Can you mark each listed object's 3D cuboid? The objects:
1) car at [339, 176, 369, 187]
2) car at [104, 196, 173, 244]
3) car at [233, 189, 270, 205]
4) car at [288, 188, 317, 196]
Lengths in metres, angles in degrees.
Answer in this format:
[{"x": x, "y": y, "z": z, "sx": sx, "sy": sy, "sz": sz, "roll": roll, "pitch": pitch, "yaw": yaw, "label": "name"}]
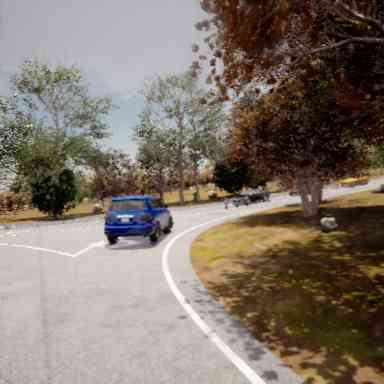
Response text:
[{"x": 23.426, "y": -1.696, "z": 48.135, "sx": 5.008, "sy": 1.535, "sz": 1.882, "roll": -7, "pitch": 3, "yaw": -29, "label": "car"}, {"x": -2.410, "y": 1.211, "z": 16.068, "sx": 2.150, "sy": 2.045, "sz": 5.566, "roll": -2, "pitch": 0, "yaw": 6, "label": "car"}, {"x": 6.574, "y": 0.478, "z": 36.837, "sx": 4.902, "sy": 1.511, "sz": 2.128, "roll": -6, "pitch": 3, "yaw": -38, "label": "car"}, {"x": 14.324, "y": -0.438, "z": 42.493, "sx": 4.674, "sy": 1.442, "sz": 1.812, "roll": -8, "pitch": 3, "yaw": -33, "label": "car"}]
